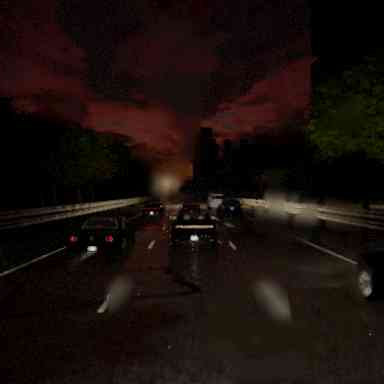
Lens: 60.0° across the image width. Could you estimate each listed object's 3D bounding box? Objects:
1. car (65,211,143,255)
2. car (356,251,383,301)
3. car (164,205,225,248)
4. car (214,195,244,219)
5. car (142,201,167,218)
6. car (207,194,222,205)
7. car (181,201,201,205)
[{"bbox_3d":[-3.414,1.649,13.591,1.895,1.301,4.718,0,0,0],"label":"car"},{"bbox_3d":[4.556,1.499,5.393,1.882,1.535,5.008,0,0,0],"label":"car"},{"bbox_3d":[0.079,1.544,14.958,2.128,1.511,4.902,0,0,0],"label":"car"},{"bbox_3d":[3.431,1.449,30.558,2.097,1.767,4.553,0,0,0],"label":"car"},{"bbox_3d":[-3.554,1.605,31.497,1.837,1.490,4.892,0,0,-1],"label":"car"},{"bbox_3d":[3.215,1.341,44.581,2.150,2.045,5.566,0,0,-1],"label":"car"},{"bbox_3d":[-0.075,1.629,33.330,1.812,1.442,4.674,0,0,-1],"label":"car"}]
